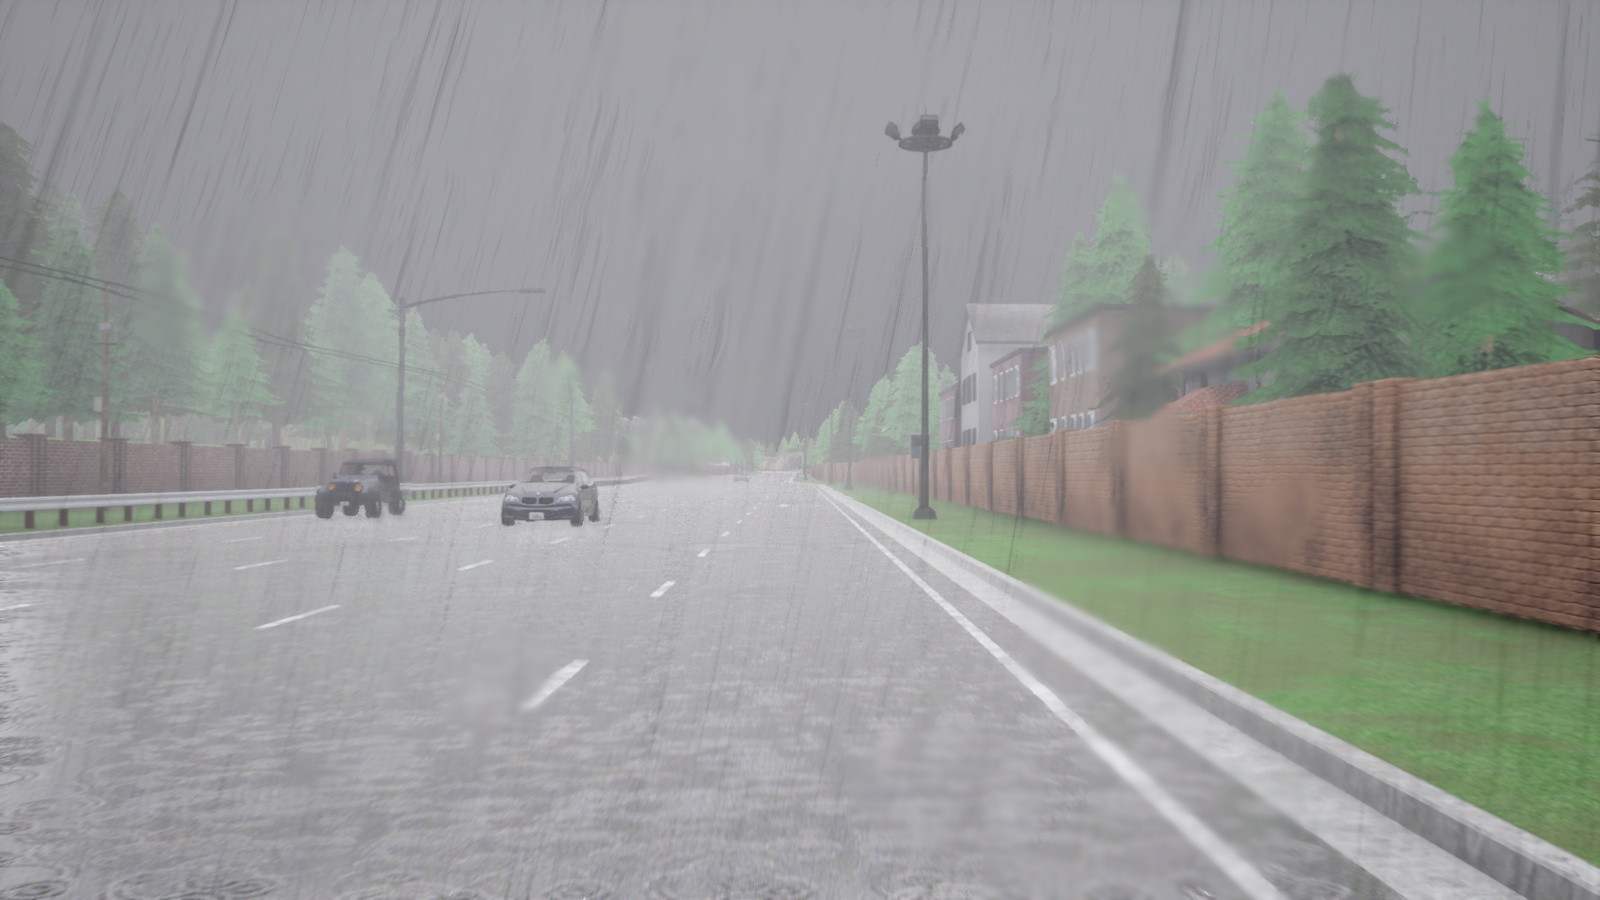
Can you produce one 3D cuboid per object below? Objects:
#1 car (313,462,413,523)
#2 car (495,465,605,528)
[{"bbox_3d":[-14.100,1.348,40.727,1.905,1.878,3.866,0,-1,0],"label":"car"},{"bbox_3d":[-7.088,1.290,36.053,2.242,1.667,4.611,0,-1,0],"label":"car"}]
